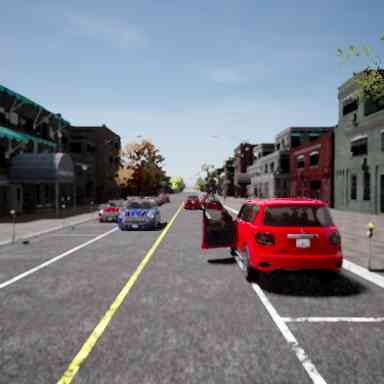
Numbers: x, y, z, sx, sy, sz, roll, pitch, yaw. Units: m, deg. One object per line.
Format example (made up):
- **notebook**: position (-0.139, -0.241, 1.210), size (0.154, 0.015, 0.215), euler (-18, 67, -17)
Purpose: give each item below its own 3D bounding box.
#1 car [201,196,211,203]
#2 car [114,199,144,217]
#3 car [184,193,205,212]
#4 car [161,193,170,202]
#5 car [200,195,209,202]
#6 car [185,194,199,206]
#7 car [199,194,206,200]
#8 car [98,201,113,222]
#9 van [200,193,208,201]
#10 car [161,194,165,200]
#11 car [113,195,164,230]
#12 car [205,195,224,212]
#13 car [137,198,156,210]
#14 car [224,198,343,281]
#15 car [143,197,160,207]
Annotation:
- **car**: position (2.661, 1.370, 64.019), size (1.802, 1.307, 4.206), euler (-1, 0, 0)
- **car**: position (-5.705, 1.444, 30.724), size (1.887, 1.381, 4.507), euler (-1, 0, 0)
- **car**: position (0.072, 1.216, 41.308), size (2.097, 1.767, 4.553), euler (0, 0, -1)
- **car**: position (-5.724, 1.085, 69.561), size (2.192, 1.841, 5.009), euler (-1, 0, 0)
- **car**: position (2.659, 1.294, 69.737), size (1.752, 1.417, 4.829), euler (-1, 0, 0)
- **car**: position (-0.022, 1.182, 51.433), size (2.097, 1.767, 4.553), euler (0, 0, 0)
- **car**: position (2.652, 1.237, 86.383), size (1.752, 1.417, 4.829), euler (-1, 0, 0)
- **car**: position (-5.704, 1.358, 25.175), size (1.967, 1.590, 4.097), euler (-1, 0, 0)
- **van**: position (2.654, 1.091, 75.115), size (1.690, 1.788, 3.998), euler (-1, 0, 0)
- **car**: position (-5.714, 1.407, 52.918), size (1.802, 1.307, 4.206), euler (-1, 0, 0)
- **car**: position (-3.107, 1.285, 20.461), size (2.097, 1.767, 4.553), euler (0, 0, 0)
- **car**: position (2.670, 1.428, 41.826), size (1.947, 1.339, 4.313), euler (-1, 0, 0)
- **car**: position (-5.710, 1.444, 41.820), size (1.802, 1.307, 4.206), euler (-1, 0, 0)
- **car**: position (2.390, 1.188, 9.844), size (2.150, 2.045, 5.566), euler (0, 0, 0)
- **car**: position (-5.713, 1.395, 47.368), size (2.008, 1.369, 4.403), euler (-1, 0, 0)
